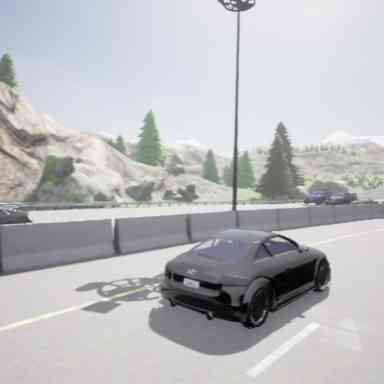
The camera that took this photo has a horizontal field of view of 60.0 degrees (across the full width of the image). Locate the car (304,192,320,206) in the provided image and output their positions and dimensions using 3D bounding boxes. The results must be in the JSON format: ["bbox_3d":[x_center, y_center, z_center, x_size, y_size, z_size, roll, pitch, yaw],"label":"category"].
[{"bbox_3d":[19.140,0.951,49.612,5.566,2.045,2.150,1,1,-32],"label":"car"}]

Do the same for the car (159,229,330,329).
[{"bbox_3d":[1.328,1.492,7.002,1.994,1.385,4.181,2,1,42],"label":"car"}]

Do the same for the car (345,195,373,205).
[{"bbox_3d":[22.602,1.454,43.526,4.181,1.385,1.994,1,1,-33],"label":"car"}]

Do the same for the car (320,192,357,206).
[{"bbox_3d":[21.070,1.117,46.695,5.566,2.045,2.150,1,1,-32],"label":"car"}]

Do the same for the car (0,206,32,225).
[{"bbox_3d":[-8.457,1.157,12.072,2.128,1.511,4.902,2,1,41],"label":"car"}]

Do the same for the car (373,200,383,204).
[{"bbox_3d":[24.846,1.530,40.810,4.892,1.490,1.837,1,1,-32],"label":"car"}]
